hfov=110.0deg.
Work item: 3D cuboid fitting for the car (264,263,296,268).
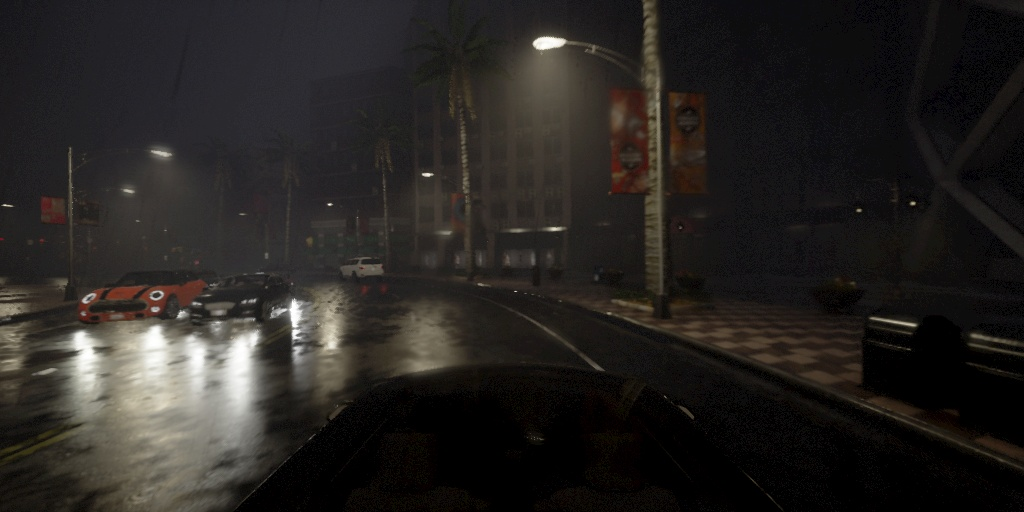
[{"bbox_3d":[-26.528,1.603,40.462,5.008,1.535,1.882,0,0,28],"label":"car"}]

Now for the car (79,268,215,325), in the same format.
[{"bbox_3d":[-13.027,1.289,13.050,2.097,1.767,4.553,-1,0,-24],"label":"car"}]

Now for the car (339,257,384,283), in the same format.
[{"bbox_3d":[-12.913,1.148,30.625,2.150,2.045,5.566,-1,0,-43],"label":"car"}]

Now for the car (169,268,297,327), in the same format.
[{"bbox_3d":[-9.176,1.374,12.548,2.128,1.511,4.902,-1,0,-19],"label":"car"}]
